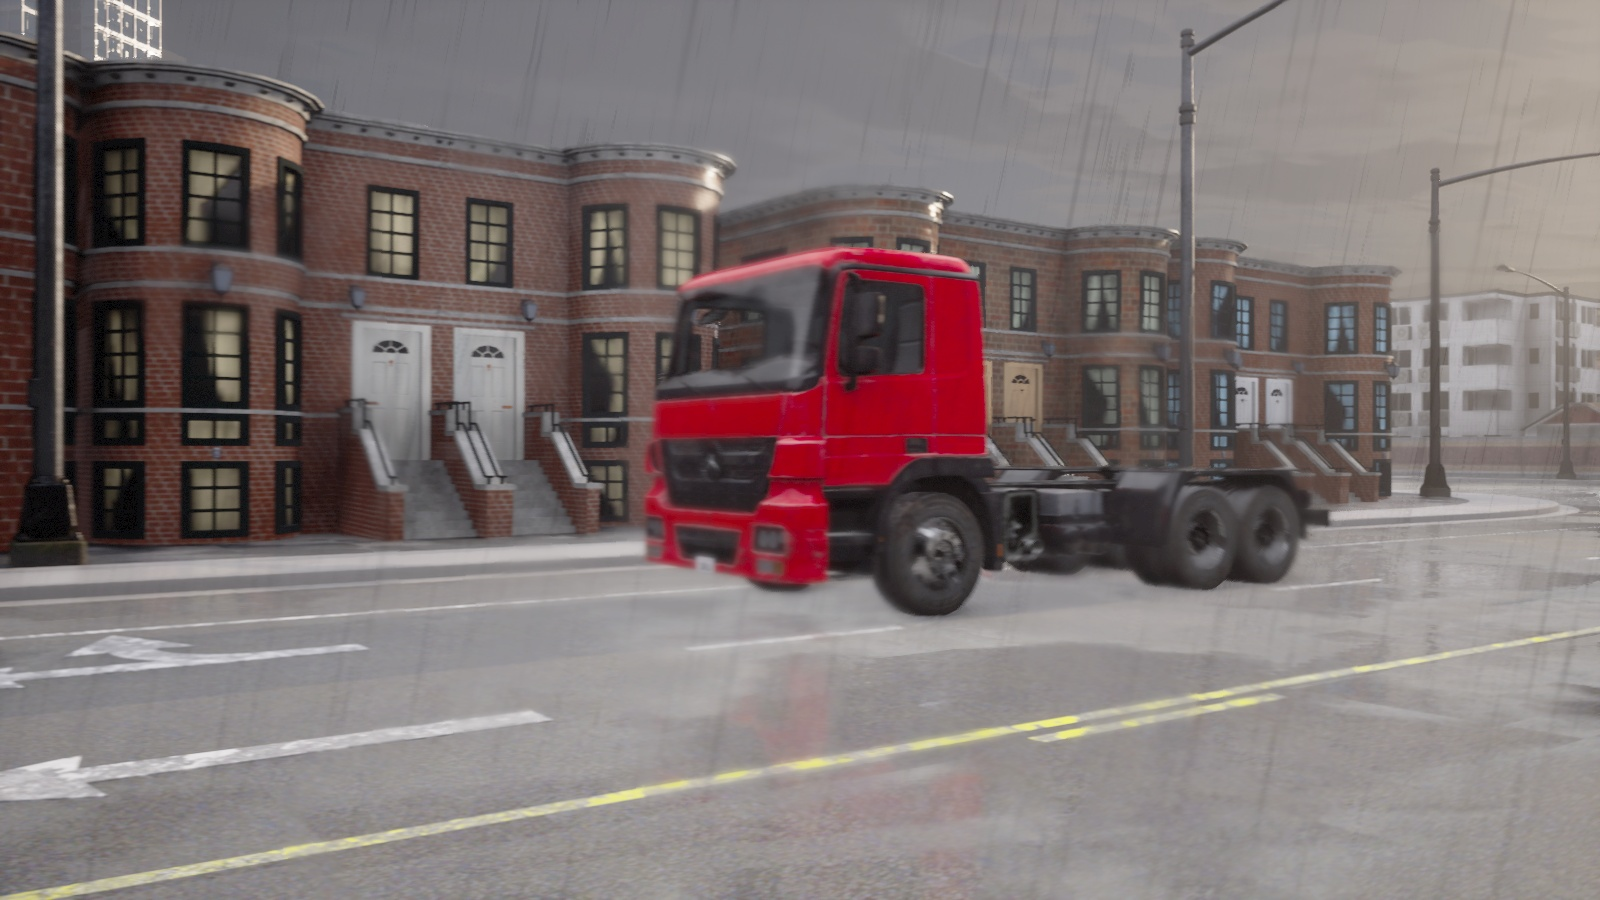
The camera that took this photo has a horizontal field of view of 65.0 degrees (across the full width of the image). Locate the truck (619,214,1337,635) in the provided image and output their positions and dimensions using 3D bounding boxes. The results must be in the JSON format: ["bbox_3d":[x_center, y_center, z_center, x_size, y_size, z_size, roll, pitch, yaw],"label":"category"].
[{"bbox_3d":[2.262,-0.208,13.765,7.936,3.462,2.891,0,0,-35],"label":"truck"}]
